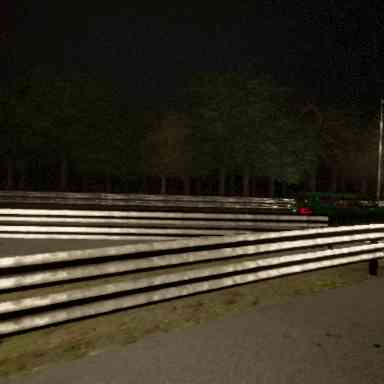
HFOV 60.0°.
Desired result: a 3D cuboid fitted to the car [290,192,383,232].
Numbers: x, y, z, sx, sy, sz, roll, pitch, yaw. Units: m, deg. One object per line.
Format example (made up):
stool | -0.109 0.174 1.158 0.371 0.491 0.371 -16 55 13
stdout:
car | 7.542 1.082 16.067 5.566 2.045 2.150 2 1 -5
